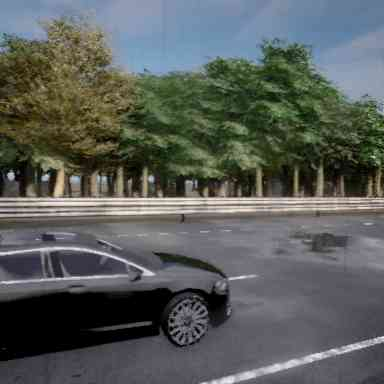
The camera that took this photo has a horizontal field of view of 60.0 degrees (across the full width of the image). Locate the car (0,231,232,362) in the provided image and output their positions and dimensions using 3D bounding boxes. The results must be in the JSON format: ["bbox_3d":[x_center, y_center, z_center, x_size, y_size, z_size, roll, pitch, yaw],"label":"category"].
[{"bbox_3d":[-1.760,1.329,4.699,4.902,1.511,2.128,0,2,-25],"label":"car"}]
